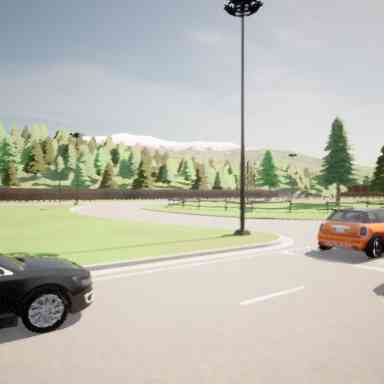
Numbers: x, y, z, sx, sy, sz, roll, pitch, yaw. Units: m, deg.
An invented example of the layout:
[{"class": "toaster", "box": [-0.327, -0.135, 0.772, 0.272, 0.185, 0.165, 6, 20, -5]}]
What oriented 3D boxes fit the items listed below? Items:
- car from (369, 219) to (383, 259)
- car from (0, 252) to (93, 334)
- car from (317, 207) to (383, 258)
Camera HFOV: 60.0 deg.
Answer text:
[{"class": "car", "box": [7.053, 1.518, 8.768, 4.902, 1.511, 2.128, 0, 0, -35]}, {"class": "car", "box": [-4.040, 1.505, 5.166, 4.892, 1.490, 1.837, 0, 0, -35]}, {"class": "car", "box": [6.983, 1.384, 13.013, 4.553, 1.767, 2.097, 0, 0, -35]}]
